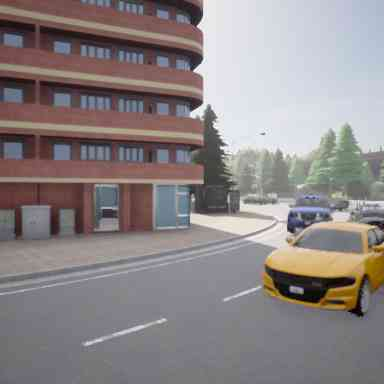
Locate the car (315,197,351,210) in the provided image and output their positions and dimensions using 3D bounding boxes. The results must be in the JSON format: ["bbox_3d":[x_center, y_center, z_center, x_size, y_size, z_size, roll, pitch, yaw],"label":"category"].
[{"bbox_3d":[19.003,1.476,45.038,1.882,1.535,5.008,0,0,-14],"label":"car"}]

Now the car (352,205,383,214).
[{"bbox_3d":[10.318,1.600,18.520,1.895,1.301,4.718,0,0,22],"label":"car"}]

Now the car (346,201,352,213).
[{"bbox_3d":[12.310,1.585,23.096,1.994,1.385,4.181,0,0,16],"label":"car"}]

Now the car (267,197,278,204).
[{"bbox_3d":[13.576,1.546,61.250,2.033,1.411,5.357,0,0,-20],"label":"car"}]

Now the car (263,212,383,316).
[{"bbox_3d":[3.470,1.477,7.848,1.882,1.535,5.008,0,0,40],"label":"car"}]

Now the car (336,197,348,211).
[{"bbox_3d":[16.618,1.546,40.697,2.033,1.411,5.357,0,0,-10],"label":"car"}]

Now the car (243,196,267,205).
[{"bbox_3d":[10.765,1.503,58.969,1.837,1.490,4.892,0,0,-20],"label":"car"}]

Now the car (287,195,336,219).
[{"bbox_3d":[6.902,1.223,19.050,2.150,2.045,5.566,0,0,24],"label":"car"}]
